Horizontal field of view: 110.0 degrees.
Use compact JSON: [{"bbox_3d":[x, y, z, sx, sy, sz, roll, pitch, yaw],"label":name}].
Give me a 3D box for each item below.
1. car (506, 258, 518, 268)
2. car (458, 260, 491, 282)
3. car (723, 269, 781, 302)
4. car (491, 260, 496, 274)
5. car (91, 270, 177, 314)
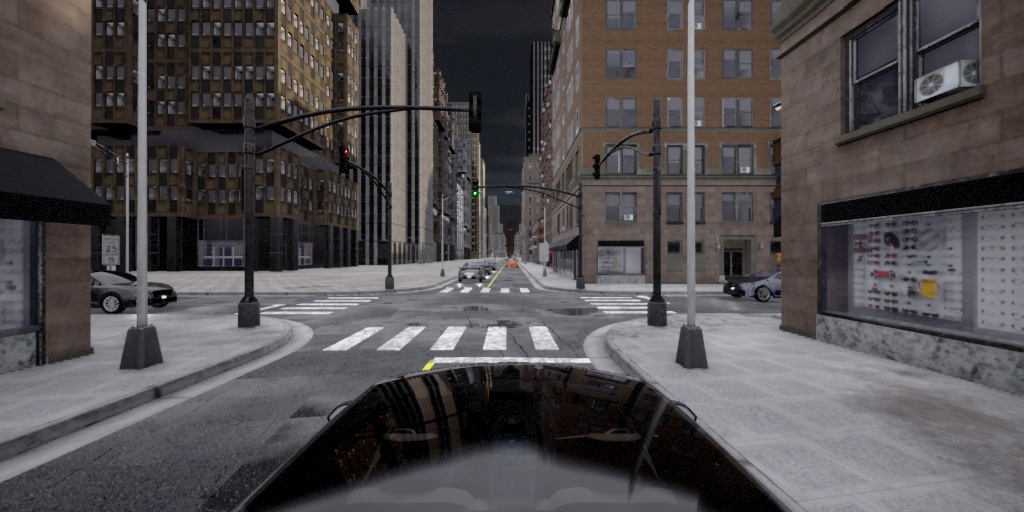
[{"bbox_3d":[-0.027,1.123,61.634,2.097,1.767,4.553,0,0,0],"label":"car"},{"bbox_3d":[-3.156,1.252,28.900,2.128,1.511,4.902,0,0,0],"label":"car"},{"bbox_3d":[12.219,1.319,16.642,4.181,1.385,1.994,0,0,-1],"label":"car"},{"bbox_3d":[-3.178,1.312,39.146,2.033,1.411,5.357,0,0,0],"label":"car"},{"bbox_3d":[-15.260,1.263,13.204,4.892,1.490,1.837,0,0,-1],"label":"car"}]
